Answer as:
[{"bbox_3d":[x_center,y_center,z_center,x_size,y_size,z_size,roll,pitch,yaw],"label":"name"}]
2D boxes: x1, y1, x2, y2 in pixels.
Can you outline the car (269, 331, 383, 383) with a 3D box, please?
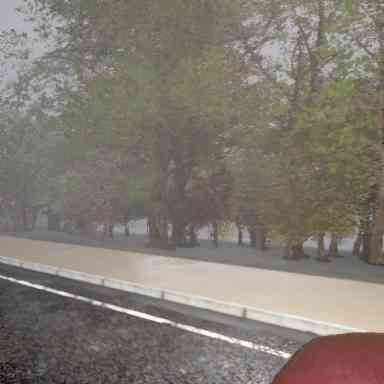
[{"bbox_3d":[2.433,1.549,1.826,4.181,1.385,1.994,-1,-1,36],"label":"car"}]
